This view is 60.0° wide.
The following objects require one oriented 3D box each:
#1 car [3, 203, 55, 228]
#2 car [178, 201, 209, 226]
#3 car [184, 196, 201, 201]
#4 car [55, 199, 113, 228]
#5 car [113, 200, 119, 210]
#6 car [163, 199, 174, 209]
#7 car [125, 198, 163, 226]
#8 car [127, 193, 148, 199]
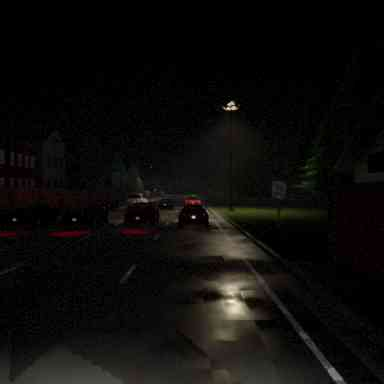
[{"bbox_3d":[-10.399,1.464,21.968,1.882,1.535,5.008,0,0,0],"label":"car"},{"bbox_3d":[0.101,1.549,23.016,1.994,1.385,4.181,0,0,0],"label":"car"},{"bbox_3d":[0.101,1.325,42.621,2.097,1.767,4.553,0,0,0],"label":"car"},{"bbox_3d":[-6.899,1.464,21.952,1.882,1.535,5.008,0,0,0],"label":"car"},{"bbox_3d":[-10.399,1.575,41.506,1.895,1.301,4.718,0,0,0],"label":"car"},{"bbox_3d":[-3.399,1.536,43.765,1.994,1.385,4.181,0,0,0],"label":"car"},{"bbox_3d":[-3.399,1.463,23.249,1.882,1.535,5.008,0,0,0],"label":"car"},{"bbox_3d":[-6.898,1.195,42.389,2.150,2.045,5.566,0,0,0],"label":"car"}]
